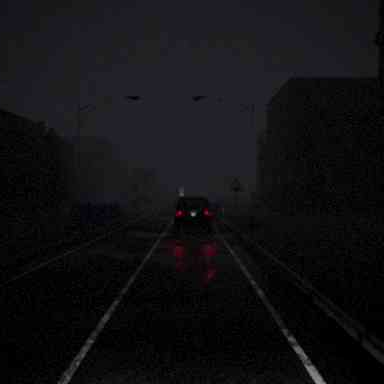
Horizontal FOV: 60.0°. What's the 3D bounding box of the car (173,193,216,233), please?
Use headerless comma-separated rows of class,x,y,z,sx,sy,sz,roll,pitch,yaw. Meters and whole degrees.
car,0.069,1.254,19.811,2.150,2.045,5.566,0,0,0

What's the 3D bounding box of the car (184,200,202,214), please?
car,0.133,1.631,37.808,1.895,1.301,4.718,0,0,1

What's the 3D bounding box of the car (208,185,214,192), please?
car,8.004,-0.311,92.562,5.566,2.045,2.435,0,2,-1

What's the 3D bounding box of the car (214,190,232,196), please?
car,8.050,0.202,87.067,4.674,1.452,2.002,0,2,-1

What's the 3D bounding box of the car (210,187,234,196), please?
car,7.896,0.276,84.308,5.366,1.575,1.946,0,2,-1

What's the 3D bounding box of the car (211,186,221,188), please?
car,7.979,-0.076,89.813,4.553,1.767,2.185,0,2,-1
